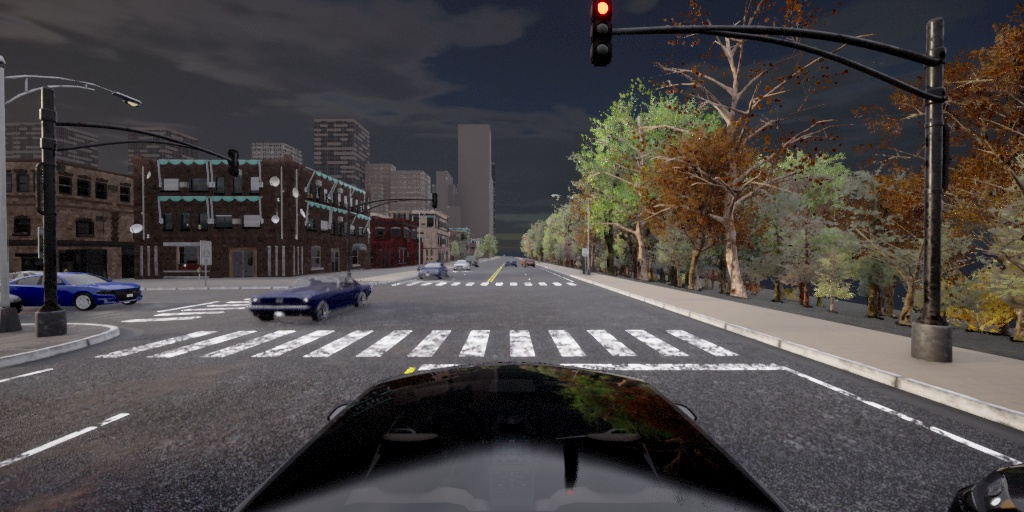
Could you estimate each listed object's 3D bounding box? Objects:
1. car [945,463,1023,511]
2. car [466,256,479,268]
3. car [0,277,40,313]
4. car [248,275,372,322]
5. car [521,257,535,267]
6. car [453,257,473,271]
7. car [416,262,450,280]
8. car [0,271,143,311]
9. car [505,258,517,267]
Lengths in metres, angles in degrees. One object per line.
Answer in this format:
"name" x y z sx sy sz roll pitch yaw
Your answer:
"car" 3.363 1.314 0.173 1.994 1.385 4.181 0 0 -1
"car" -6.852 0.948 60.047 2.150 2.045 5.566 0 0 0
"car" -19.998 1.565 12.493 4.313 1.339 1.948 0 0 0
"car" -6.651 1.349 12.436 1.895 1.301 4.718 0 0 0
"car" 3.052 1.231 63.211 1.837 1.490 4.892 0 0 0
"car" -6.817 1.259 48.600 1.812 1.442 4.674 0 0 0
"car" -6.778 1.267 31.302 1.812 1.442 4.674 0 0 1
"car" -18.751 1.435 15.209 5.008 1.535 1.882 -1 1 -1
"car" -0.203 1.078 63.995 2.097 1.767 4.553 0 0 0
